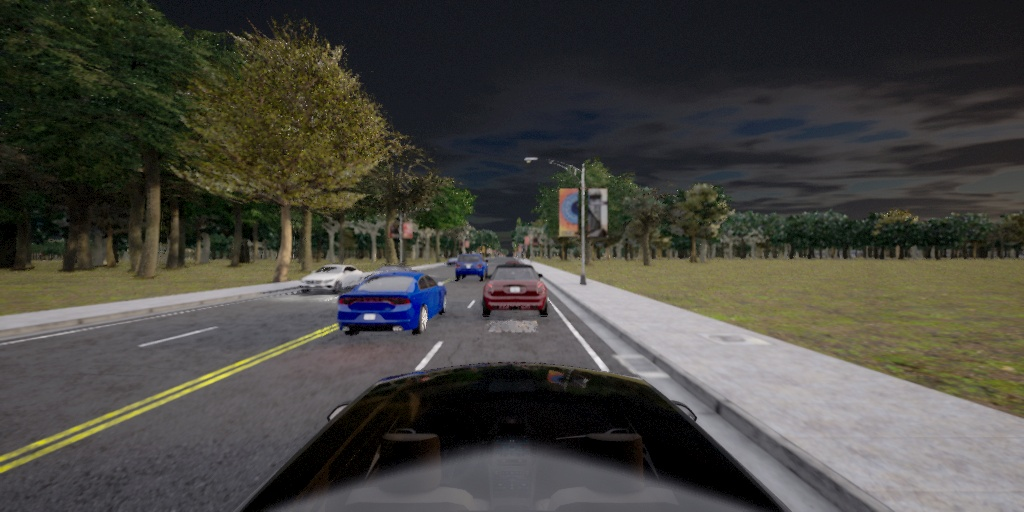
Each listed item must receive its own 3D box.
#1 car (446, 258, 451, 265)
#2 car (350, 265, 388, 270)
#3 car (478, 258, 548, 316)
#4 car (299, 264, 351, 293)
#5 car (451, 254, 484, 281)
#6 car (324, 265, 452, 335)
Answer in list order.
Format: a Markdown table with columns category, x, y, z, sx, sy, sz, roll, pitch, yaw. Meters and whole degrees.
| category | x | y | z | sx | sy | sz | roll | pitch | yaw |
| --- | --- | --- | --- | --- | --- | --- | --- | --- | --- |
| car | -9.794 | 0.987 | 60.597 | 1.882 | 1.535 | 5.008 | 0 | 0 | 1 |
| car | -6.600 | 1.215 | 19.840 | 2.033 | 1.411 | 5.357 | 0 | 0 | 0 |
| car | 0.097 | 1.049 | 13.170 | 2.097 | 1.767 | 4.553 | 0 | 0 | 0 |
| car | -9.850 | 1.193 | 20.030 | 1.812 | 1.442 | 4.674 | 0 | 0 | 0 |
| car | -3.151 | 0.854 | 28.708 | 2.150 | 2.045 | 5.566 | 0 | 0 | 0 |
| car | -3.154 | 1.187 | 10.426 | 1.882 | 1.535 | 5.008 | 0 | 0 | 0 |
